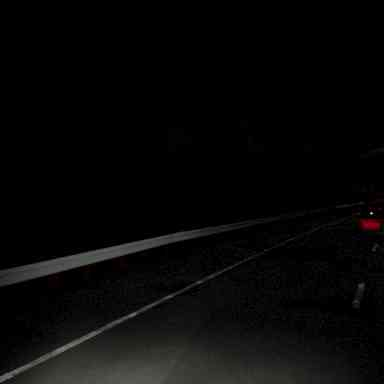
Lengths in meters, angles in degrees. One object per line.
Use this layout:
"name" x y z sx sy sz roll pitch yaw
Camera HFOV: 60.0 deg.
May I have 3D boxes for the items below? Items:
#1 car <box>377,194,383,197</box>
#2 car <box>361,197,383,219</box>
"car" 22.348 1.221 37.965 2.150 2.045 5.566 0 0 36
"car" 16.239 1.505 29.462 1.837 1.490 4.892 0 0 35
